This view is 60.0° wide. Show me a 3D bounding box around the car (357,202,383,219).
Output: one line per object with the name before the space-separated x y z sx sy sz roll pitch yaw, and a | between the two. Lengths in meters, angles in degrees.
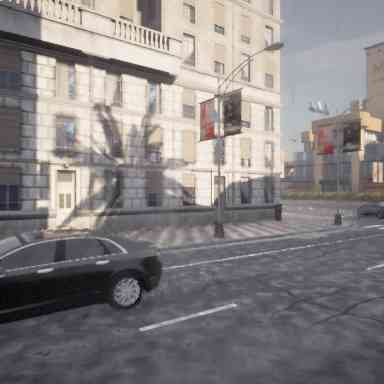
car | 16.291 1.564 28.652 1.994 1.385 4.181 0 0 -14

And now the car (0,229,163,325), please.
car | -2.883 1.505 6.227 4.892 1.490 1.837 0 0 -36
